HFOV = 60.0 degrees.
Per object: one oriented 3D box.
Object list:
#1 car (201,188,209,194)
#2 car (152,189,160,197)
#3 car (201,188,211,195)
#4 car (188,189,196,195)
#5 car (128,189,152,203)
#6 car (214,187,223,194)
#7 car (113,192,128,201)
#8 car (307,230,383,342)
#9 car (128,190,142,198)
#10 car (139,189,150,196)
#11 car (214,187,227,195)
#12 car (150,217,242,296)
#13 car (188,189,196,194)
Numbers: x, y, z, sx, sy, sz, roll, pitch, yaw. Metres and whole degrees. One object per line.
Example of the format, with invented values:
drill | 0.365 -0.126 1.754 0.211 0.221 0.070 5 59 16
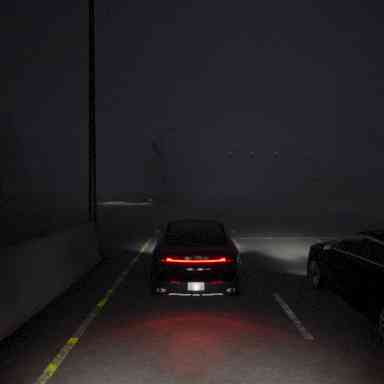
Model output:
car | 3.512 -0.246 90.805 1.837 1.490 4.892 0 1 1
car | -7.076 0.520 57.058 1.895 1.301 4.718 0 1 0
car | 3.510 -0.188 80.524 2.097 1.767 4.553 0 1 0
car | 0.011 0.032 77.954 2.128 1.511 4.902 0 1 0
car | -7.094 0.669 45.699 1.812 1.442 4.674 0 1 0
car | 7.010 -0.451 88.225 2.097 1.767 4.553 0 1 0
car | -10.589 0.651 50.408 1.895 1.301 4.718 0 1 0
car | 3.566 1.413 5.801 2.128 1.511 4.902 0 1 0
car | -10.555 0.356 61.558 1.812 1.442 4.674 0 1 -1
car | -10.491 0.105 74.194 1.812 1.442 4.674 0 1 0
car | 7.009 -0.163 79.059 2.097 1.767 4.553 0 1 0
car | 0.077 1.379 8.312 1.837 1.490 4.892 0 1 0
car | 0.011 -0.156 88.258 2.033 1.411 5.357 0 1 0
